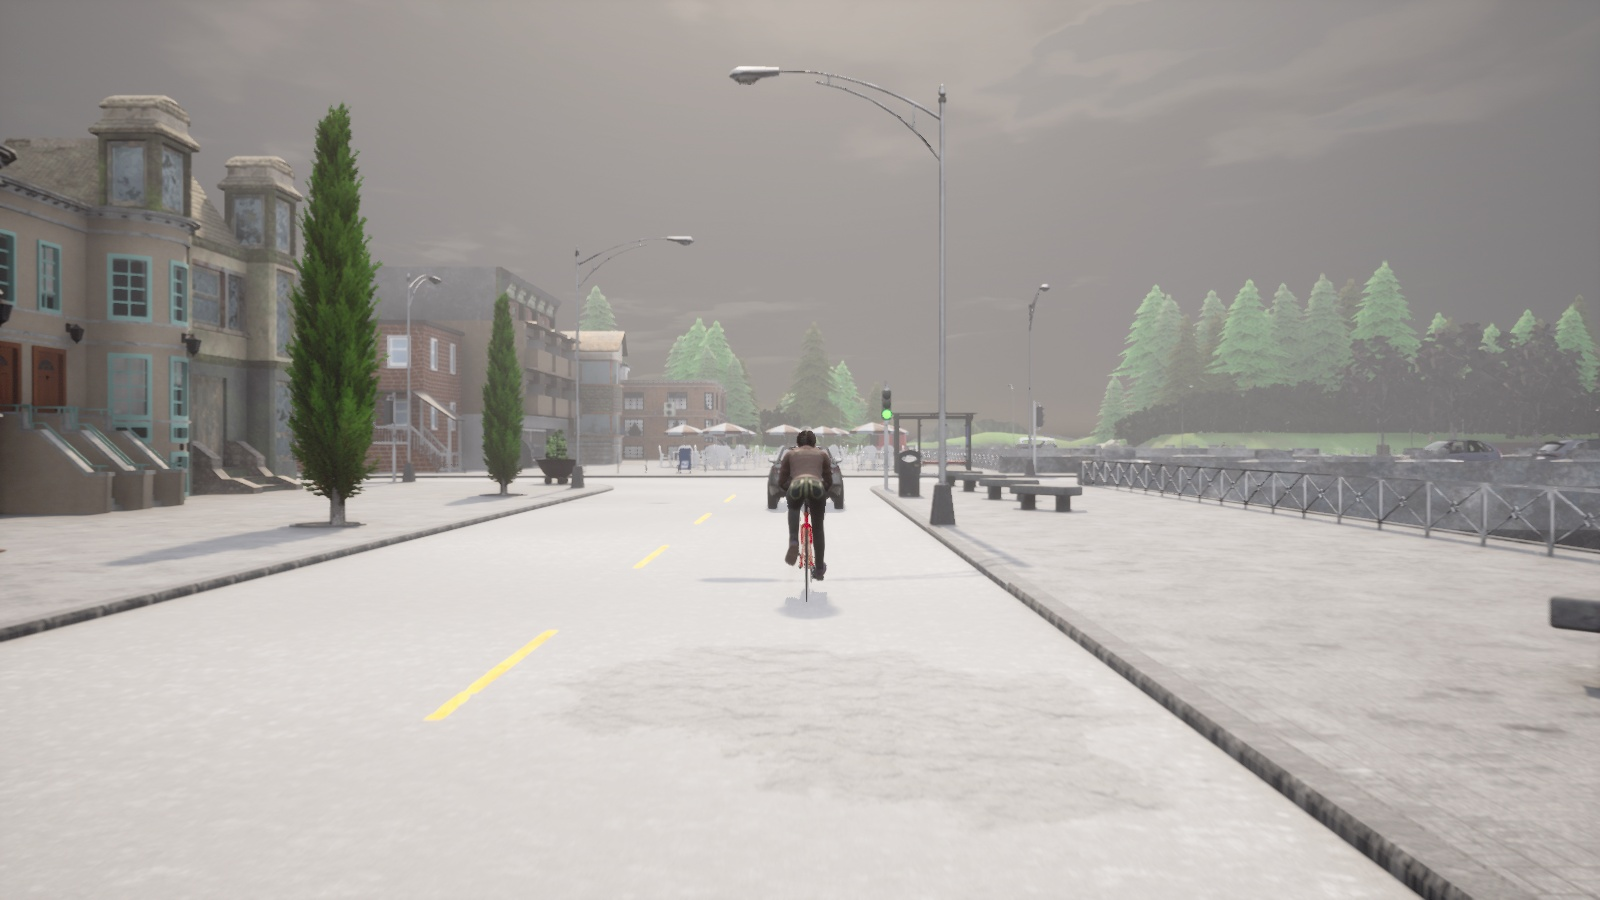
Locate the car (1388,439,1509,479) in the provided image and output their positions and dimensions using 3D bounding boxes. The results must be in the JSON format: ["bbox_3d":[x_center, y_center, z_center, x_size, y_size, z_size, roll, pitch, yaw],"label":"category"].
[{"bbox_3d":[26.443,0.365,51.291,3.988,1.617,1.851,0,0,0],"label":"car"}]

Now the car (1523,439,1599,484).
[{"bbox_3d":[30.257,0.423,47.277,4.856,1.649,2.033,0,0,0],"label":"car"}]

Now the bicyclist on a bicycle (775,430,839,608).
[{"bbox_3d":[0.064,0.627,12.283,0.582,1.620,1.656,0,0,0],"label":"bicyclist on a bicycle"}]

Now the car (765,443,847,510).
[{"bbox_3d":[0.134,0.585,29.933,1.816,1.474,4.193,0,0,0],"label":"car"}]
